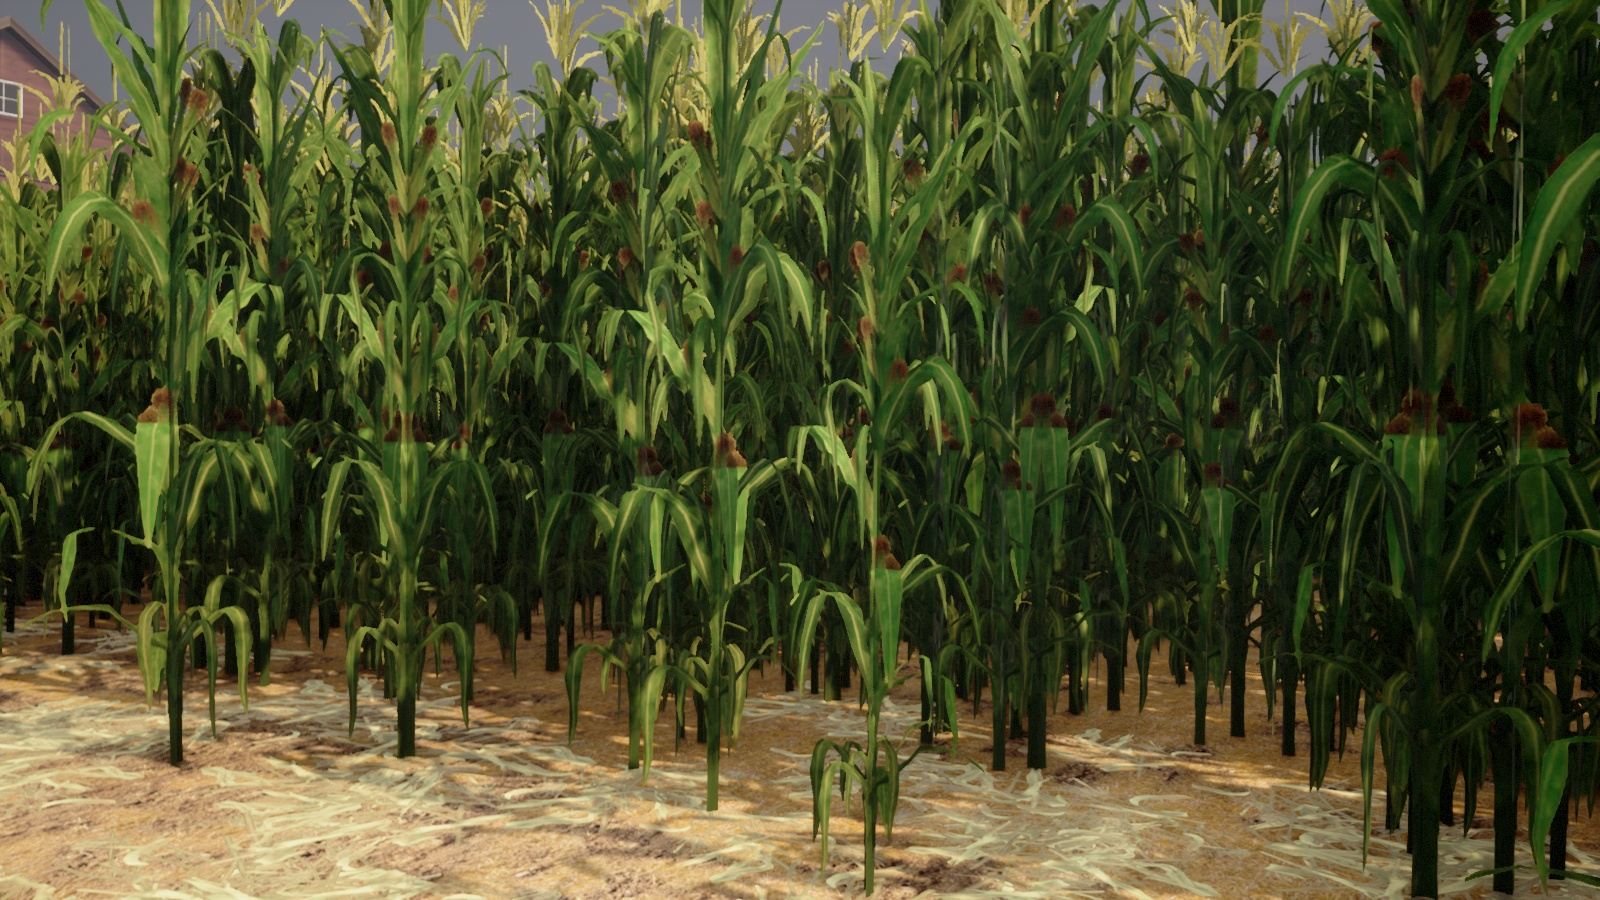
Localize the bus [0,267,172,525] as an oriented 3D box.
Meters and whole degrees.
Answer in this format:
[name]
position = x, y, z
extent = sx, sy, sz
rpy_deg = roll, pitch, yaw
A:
[bus]
position = -16.106, -0.857, 19.961
extent = 3.944, 4.253, 10.273
rpy_deg = 0, 1, 34
